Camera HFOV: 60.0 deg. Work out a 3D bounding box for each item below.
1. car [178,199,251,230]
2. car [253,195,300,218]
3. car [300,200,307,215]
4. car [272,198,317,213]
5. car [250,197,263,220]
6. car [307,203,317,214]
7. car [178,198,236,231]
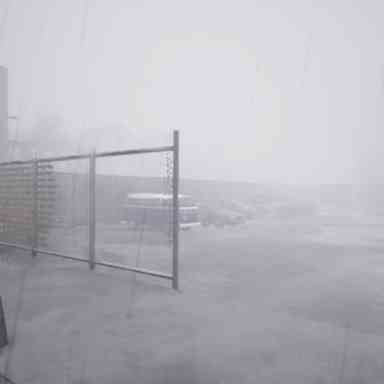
[{"bbox_3d":[0.700,1.416,21.067,5.357,1.415,2.033,0,0,36],"label":"car"},{"bbox_3d":[6.843,1.189,28.716,3.866,1.878,1.905,0,0,36],"label":"car"},{"bbox_3d":[8.806,1.404,29.966,2.207,1.379,1.481,0,0,36],"label":"car"},{"bbox_3d":[10.809,1.362,35.056,4.193,1.474,1.816,0,0,36],"label":"car"},{"bbox_3d":[3.099,1.353,25.106,3.633,1.501,1.845,0,0,36],"label":"car"},{"bbox_3d":[9.555,1.297,32.051,4.611,1.667,2.242,0,0,36],"label":"car"},{"bbox_3d":[0.962,1.345,21.158,1.789,1.547,3.705,0,0,36],"label":"car"}]
